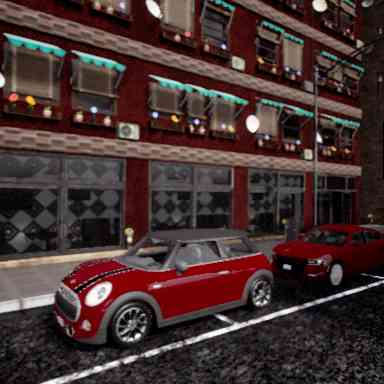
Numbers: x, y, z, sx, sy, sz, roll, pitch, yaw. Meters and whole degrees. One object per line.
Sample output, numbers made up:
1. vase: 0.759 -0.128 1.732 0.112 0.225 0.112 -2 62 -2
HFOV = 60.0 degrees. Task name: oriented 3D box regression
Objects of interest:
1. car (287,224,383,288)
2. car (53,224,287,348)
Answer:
1. car: 4.201 1.633 9.552 4.507 1.381 1.887 1 0 -35
2. car: -0.388 1.473 6.280 4.097 1.590 1.967 1 0 -35
